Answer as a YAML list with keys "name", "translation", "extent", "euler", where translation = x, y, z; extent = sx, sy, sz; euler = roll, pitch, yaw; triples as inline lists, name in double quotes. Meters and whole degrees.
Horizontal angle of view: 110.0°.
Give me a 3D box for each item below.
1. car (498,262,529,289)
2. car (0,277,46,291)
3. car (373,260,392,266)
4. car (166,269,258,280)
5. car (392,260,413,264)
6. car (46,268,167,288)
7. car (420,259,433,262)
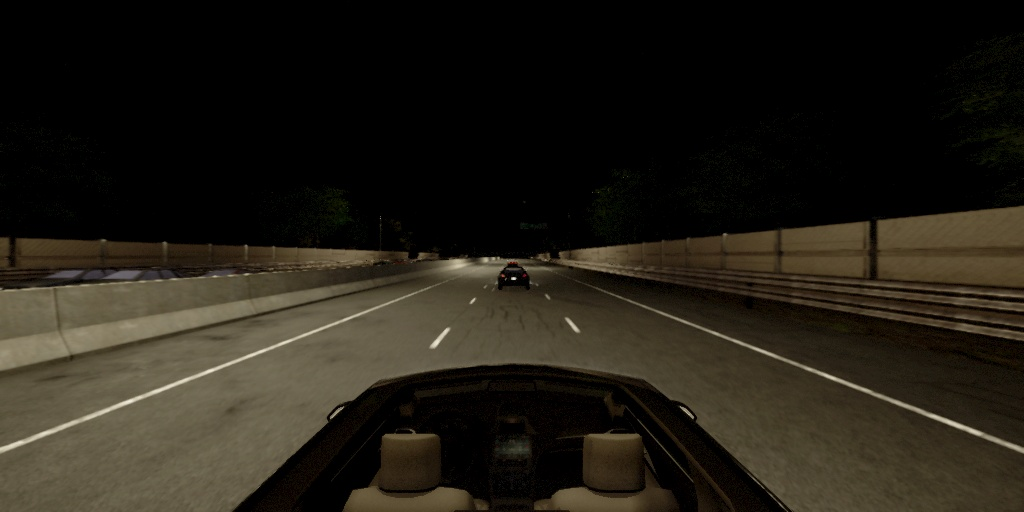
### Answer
- name: "car"
  translation: [0.108, 1.328, 23.564]
  extent: [1.994, 1.385, 4.181]
  euler: [0, 0, 0]
- name: "car"
  translation: [-21.084, 1.310, 17.797]
  extent: [2.033, 1.411, 5.357]
  euler: [0, 0, 0]
- name: "car"
  translation: [-20.996, 1.359, 58.888]
  extent: [1.895, 1.301, 4.718]
  euler: [0, 0, 0]
- name: "car"
  translation: [-14.083, 1.325, 17.856]
  extent: [1.994, 1.385, 4.181]
  euler: [0, 0, 0]
- name: "car"
  translation: [-17.496, 1.359, 58.887]
  extent: [1.895, 1.301, 4.718]
  euler: [0, 0, 0]
- name: "car"
  translation: [-17.590, 1.309, 17.086]
  extent: [2.033, 1.411, 5.357]
  euler: [0, 0, 0]
- name: "car"
  translation: [-14.006, 1.228, 59.240]
  extent: [1.882, 1.535, 5.008]
  euler: [0, 0, 1]
